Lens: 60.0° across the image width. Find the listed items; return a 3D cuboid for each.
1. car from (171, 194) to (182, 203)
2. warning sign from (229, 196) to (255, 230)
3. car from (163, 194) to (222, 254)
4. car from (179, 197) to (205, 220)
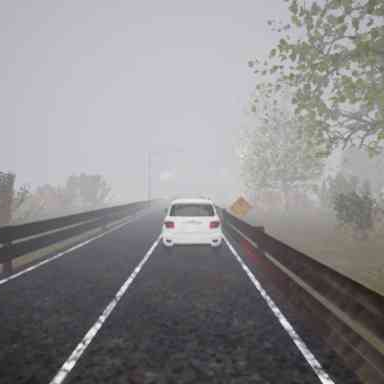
[{"bbox_3d":[-3.215,1.311,71.023,2.097,1.767,4.553,0,0,0],"label":"car"},{"bbox_3d":[2.833,1.178,19.147,1.300,1.860,1.060,-1,-1,0],"label":"warning sign"},{"bbox_3d":[0.002,1.284,14.015,2.150,2.045,5.566,0,0,0],"label":"car"},{"bbox_3d":[0.004,1.393,29.078,2.097,1.767,4.553,0,0,0],"label":"car"}]
